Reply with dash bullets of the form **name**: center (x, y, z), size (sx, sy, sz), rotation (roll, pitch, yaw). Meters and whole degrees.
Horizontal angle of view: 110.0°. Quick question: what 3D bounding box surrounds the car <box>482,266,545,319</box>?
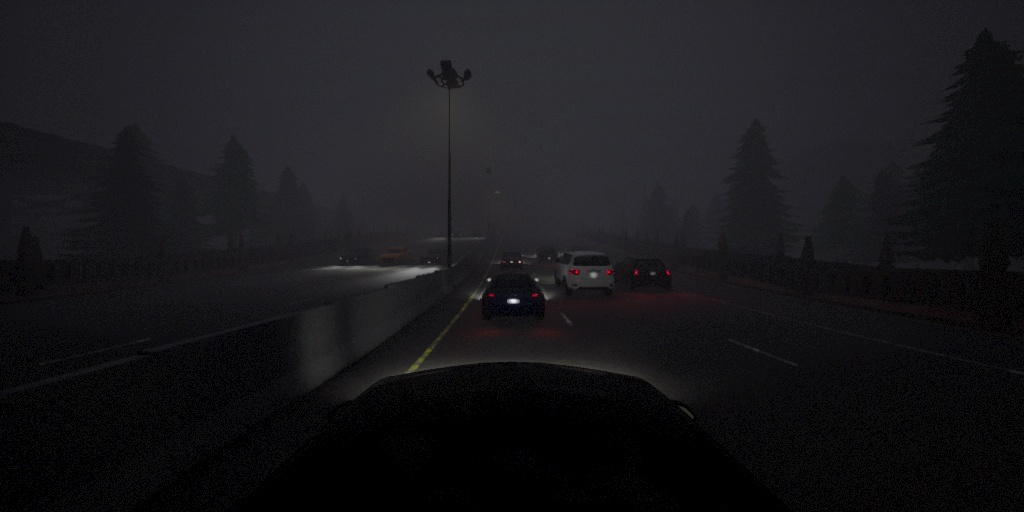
- **car**: center (0.038, 1.270, 12.651), size (1.994, 1.385, 4.181), rotation (0, 1, 0)

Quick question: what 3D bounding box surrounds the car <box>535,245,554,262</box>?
- **car**: center (3.450, -0.307, 35.664), size (1.837, 1.490, 4.892), rotation (0, 6, 0)

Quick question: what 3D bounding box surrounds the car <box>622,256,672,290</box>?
- **car**: center (7.017, 0.797, 19.983), size (2.097, 1.767, 4.553), rotation (0, 3, 0)

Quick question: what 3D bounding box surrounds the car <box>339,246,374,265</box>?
- **car**: center (-14.234, -0.073, 33.366), size (1.837, 1.490, 4.892), rotation (0, 6, 0)

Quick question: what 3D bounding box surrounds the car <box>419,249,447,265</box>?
- **car**: center (-7.236, 0.015, 33.476), size (1.895, 1.301, 4.718), rotation (0, 6, 0)

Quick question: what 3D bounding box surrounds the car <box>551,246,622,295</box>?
- **car**: center (3.527, 0.749, 18.230), size (2.150, 2.045, 5.566), rotation (0, 3, 0)

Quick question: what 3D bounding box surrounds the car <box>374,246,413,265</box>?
- **car**: center (-10.735, -0.103, 33.399), size (1.882, 1.535, 5.008), rotation (0, 6, 0)

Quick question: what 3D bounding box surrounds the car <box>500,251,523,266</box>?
- **car**: center (-0.030, 0.284, 30.151), size (2.033, 1.411, 5.357), rotation (0, 5, 0)
